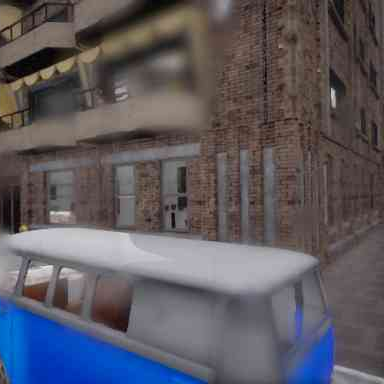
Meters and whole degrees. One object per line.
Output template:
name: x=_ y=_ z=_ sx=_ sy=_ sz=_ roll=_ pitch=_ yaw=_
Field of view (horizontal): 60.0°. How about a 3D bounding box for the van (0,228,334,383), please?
van: x=-0.672 y=1.340 z=3.376 sx=3.998 sy=1.788 sz=1.690 roll=0 pitch=-1 yaw=36
